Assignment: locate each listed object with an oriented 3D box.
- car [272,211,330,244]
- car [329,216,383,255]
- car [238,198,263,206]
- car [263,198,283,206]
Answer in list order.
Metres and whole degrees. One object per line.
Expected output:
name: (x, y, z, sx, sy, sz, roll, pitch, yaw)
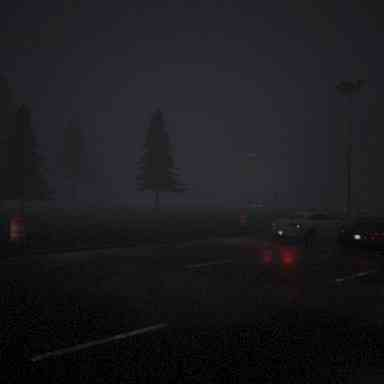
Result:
car: (5.991, 1.667, 16.755, 4.674, 1.442, 1.812, 0, 0, -35)
car: (7.942, 1.704, 13.849, 4.181, 1.385, 1.994, 1, 0, -35)
car: (11.493, 2.037, 67.621, 1.837, 1.490, 4.892, 1, 0, -35)
car: (16.110, 2.003, 67.127, 1.837, 1.490, 4.892, 1, 0, -35)
